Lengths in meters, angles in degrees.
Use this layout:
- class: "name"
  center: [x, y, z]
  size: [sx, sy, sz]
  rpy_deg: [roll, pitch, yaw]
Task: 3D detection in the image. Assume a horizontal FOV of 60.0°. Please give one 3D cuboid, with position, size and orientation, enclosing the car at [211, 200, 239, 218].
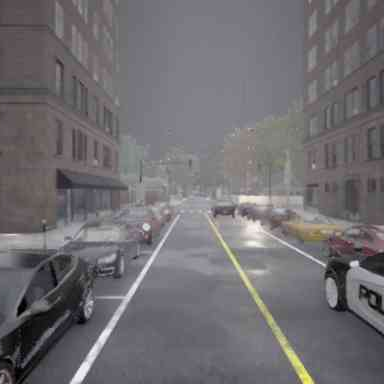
- class: "car"
  center: [2.888, 1.556, 31.114]
  size: [1.882, 1.535, 5.008]
  rpy_deg: [0, 0, 1]

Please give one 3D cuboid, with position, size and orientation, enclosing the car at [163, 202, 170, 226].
- class: "car"
  center: [-2.587, 1.562, 20.868]
  size: [1.752, 1.417, 4.829]
  rpy_deg: [0, 0, 0]

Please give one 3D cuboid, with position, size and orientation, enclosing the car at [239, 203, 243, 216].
- class: "car"
  center: [5.469, 1.655, 32.056]
  size: [1.947, 1.339, 4.313]
  rpy_deg: [0, 0, 0]

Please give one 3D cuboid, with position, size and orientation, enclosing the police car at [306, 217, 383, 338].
- class: "police car"
  center: [3.583, 1.446, 4.874]
  size: [1.930, 1.638, 5.238]
  rpy_deg: [0, 0, 0]

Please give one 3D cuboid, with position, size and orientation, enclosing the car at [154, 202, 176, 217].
- class: "car"
  center: [-2.556, 1.646, 32.076]
  size: [1.802, 1.307, 4.206]
  rpy_deg: [0, 0, 0]

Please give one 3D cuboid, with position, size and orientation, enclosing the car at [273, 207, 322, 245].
- class: "car"
  center: [5.424, 1.574, 15.671]
  size: [1.752, 1.417, 4.829]
  rpy_deg: [0, 0, 0]

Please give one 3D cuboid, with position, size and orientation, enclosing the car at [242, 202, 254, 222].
- class: "car"
  center: [5.454, 1.657, 26.537]
  size: [1.802, 1.307, 4.206]
  rpy_deg: [0, 0, 0]

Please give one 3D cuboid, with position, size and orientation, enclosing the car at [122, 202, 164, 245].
- class: "car"
  center: [-2.601, 1.464, 15.520]
  size: [1.967, 1.590, 4.097]
  rpy_deg: [0, 0, 0]

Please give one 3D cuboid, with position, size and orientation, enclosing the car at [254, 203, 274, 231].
- class: "car"
  center: [5.439, 1.606, 21.019]
  size: [1.887, 1.381, 4.507]
  rpy_deg: [0, 0, 0]

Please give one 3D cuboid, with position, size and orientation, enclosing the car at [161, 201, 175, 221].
- class: "car"
  center: [-2.571, 1.491, 26.558]
  size: [1.967, 1.590, 4.097]
  rpy_deg: [0, 0, 0]

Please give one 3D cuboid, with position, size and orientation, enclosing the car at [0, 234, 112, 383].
- class: "car"
  center: [-2.631, 1.566, 4.483]
  size: [1.947, 1.339, 4.313]
  rpy_deg: [0, 0, 0]

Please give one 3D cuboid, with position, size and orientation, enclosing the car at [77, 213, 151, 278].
- class: "car"
  center: [-2.616, 1.562, 10.001]
  size: [2.008, 1.369, 4.403]
  rpy_deg: [0, 0, 0]

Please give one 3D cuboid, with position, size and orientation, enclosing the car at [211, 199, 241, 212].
- class: "car"
  center: [4.289, 1.668, 41.631]
  size: [1.994, 1.385, 4.181]
  rpy_deg: [0, 0, 35]
